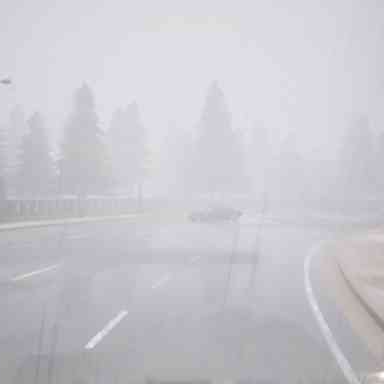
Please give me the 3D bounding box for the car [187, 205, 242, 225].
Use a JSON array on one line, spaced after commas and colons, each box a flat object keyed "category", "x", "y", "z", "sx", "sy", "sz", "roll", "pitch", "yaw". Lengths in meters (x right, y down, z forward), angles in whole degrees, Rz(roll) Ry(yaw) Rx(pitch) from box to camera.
[{"category": "car", "x": 1.727, "y": 1.618, "z": 24.586, "sx": 1.895, "sy": 1.301, "sz": 4.718, "roll": 1, "pitch": 0, "yaw": 39}]
